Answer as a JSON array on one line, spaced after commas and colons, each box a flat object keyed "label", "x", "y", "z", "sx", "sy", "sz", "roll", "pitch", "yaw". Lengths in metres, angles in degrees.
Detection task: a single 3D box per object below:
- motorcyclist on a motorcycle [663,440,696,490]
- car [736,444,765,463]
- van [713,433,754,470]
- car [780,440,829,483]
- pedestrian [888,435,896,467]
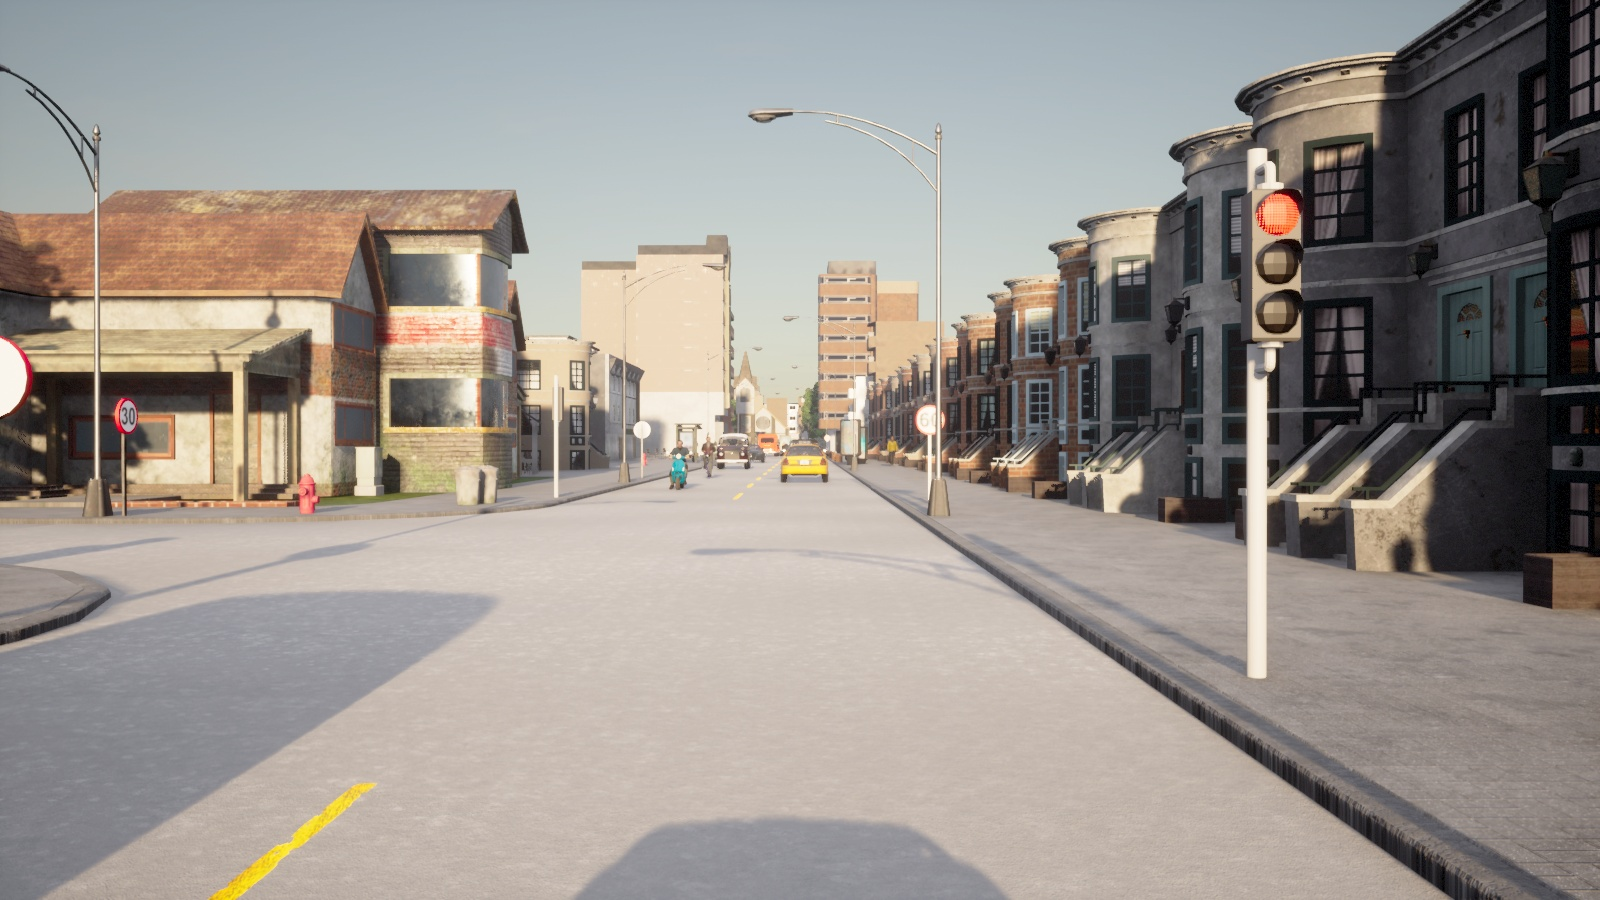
[{"label": "motorcyclist on a motorcycle", "x": -3.856, "y": 0.469, "z": 40.343, "sx": 0.866, "sy": 1.590, "sz": 1.817, "roll": 0, "pitch": 0, "yaw": 0}, {"label": "car", "x": -3.660, "y": 0.275, "z": 94.235, "sx": 1.994, "sy": 1.385, "sz": 4.181, "roll": 0, "pitch": 0, "yaw": 0}, {"label": "van", "x": -3.745, "y": 0.064, "z": 71.258, "sx": 2.069, "sy": 2.038, "sz": 4.480, "roll": 0, "pitch": 0, "yaw": 0}, {"label": "car", "x": 0.174, "y": 0.409, "z": 49.027, "sx": 1.801, "sy": 1.575, "sz": 5.366, "roll": 0, "pitch": 0, "yaw": 0}, {"label": "pedestrian", "x": 5.369, "y": 0.048, "z": 73.029, "sx": 0.431, "sy": 1.840, "sz": 0.709, "roll": 0, "pitch": 0, "yaw": 6}]
